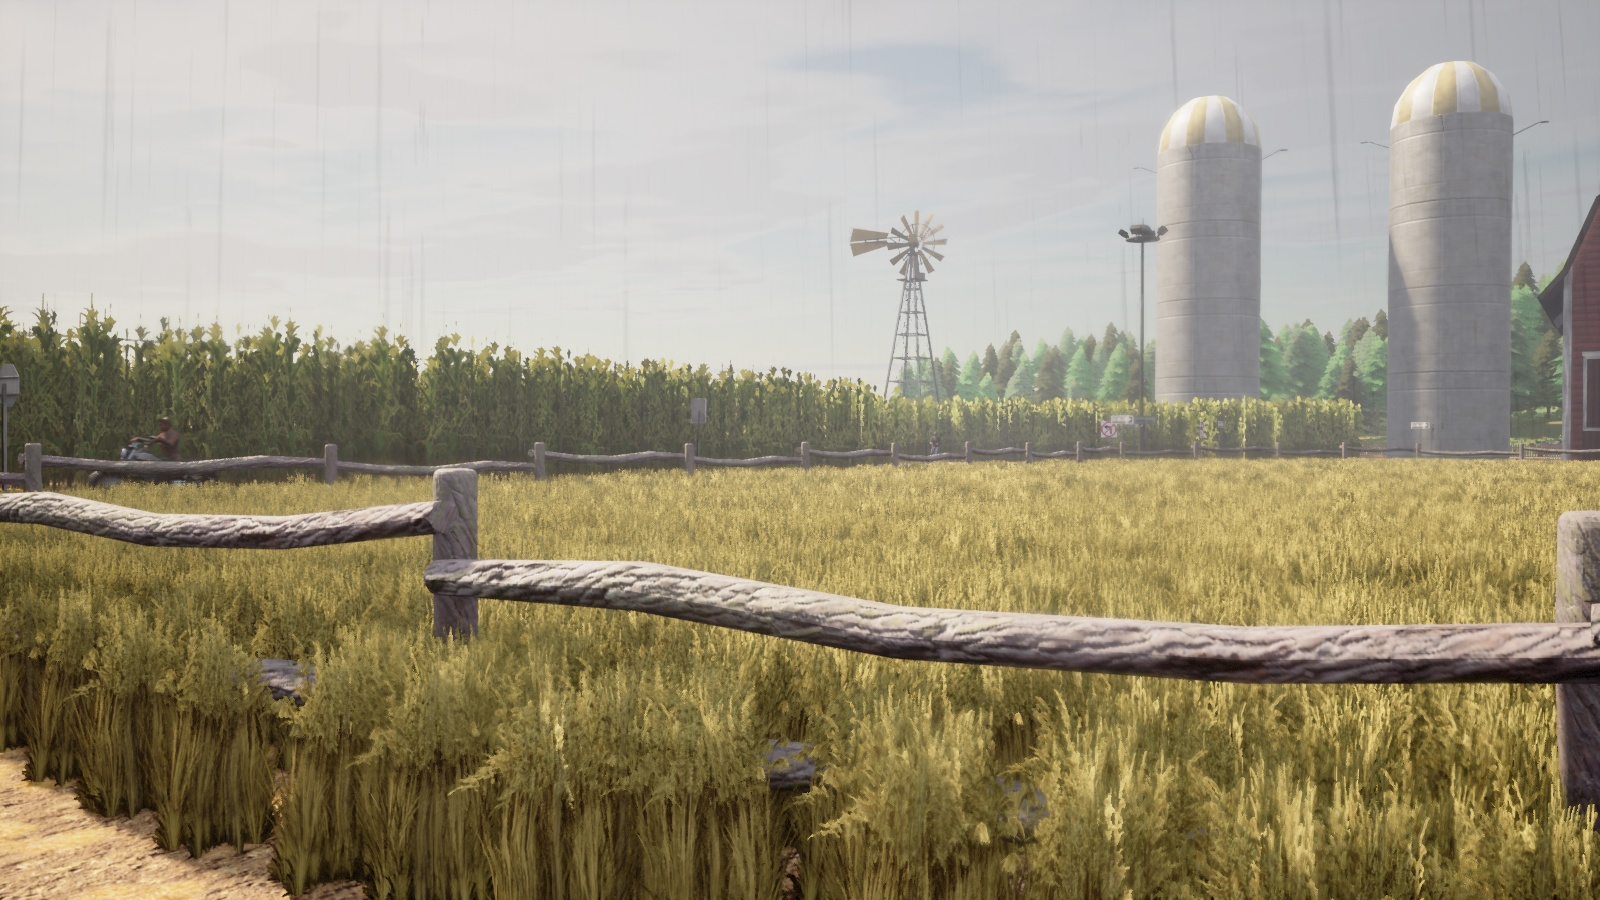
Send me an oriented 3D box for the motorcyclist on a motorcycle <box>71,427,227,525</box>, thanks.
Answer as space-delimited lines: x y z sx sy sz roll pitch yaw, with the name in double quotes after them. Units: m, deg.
-11.474 0.425 22.223 0.766 1.649 2.350 0 1 34 "motorcyclist on a motorcycle"
